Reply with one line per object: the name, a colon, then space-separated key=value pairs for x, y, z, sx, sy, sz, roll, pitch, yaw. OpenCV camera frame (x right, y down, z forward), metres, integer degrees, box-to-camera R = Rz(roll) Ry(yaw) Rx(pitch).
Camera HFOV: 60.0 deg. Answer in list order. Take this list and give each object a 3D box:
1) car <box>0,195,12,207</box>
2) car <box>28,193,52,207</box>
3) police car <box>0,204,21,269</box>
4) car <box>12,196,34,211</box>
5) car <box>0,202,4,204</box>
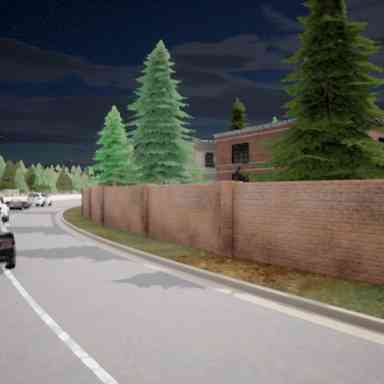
car: x=-13.714 y=1.204 z=22.465 sx=2.150 sy=2.045 sz=5.566 roll=0 pitch=0 yaw=-25
car: x=-22.779 y=1.185 z=49.741 sx=2.150 sy=2.045 sz=5.566 roll=0 pitch=0 yaw=-6
police car: x=-6.843 y=1.416 z=10.499 sx=1.930 sy=1.638 sz=5.238 roll=0 pitch=0 yaw=-34
car: x=-20.911 y=1.532 z=39.848 sx=1.994 sy=1.385 sz=4.181 roll=0 pitch=0 yaw=-12
car: x=-11.331 y=1.490 z=17.800 sx=1.837 sy=1.490 sz=4.892 roll=0 pitch=0 yaw=-29
